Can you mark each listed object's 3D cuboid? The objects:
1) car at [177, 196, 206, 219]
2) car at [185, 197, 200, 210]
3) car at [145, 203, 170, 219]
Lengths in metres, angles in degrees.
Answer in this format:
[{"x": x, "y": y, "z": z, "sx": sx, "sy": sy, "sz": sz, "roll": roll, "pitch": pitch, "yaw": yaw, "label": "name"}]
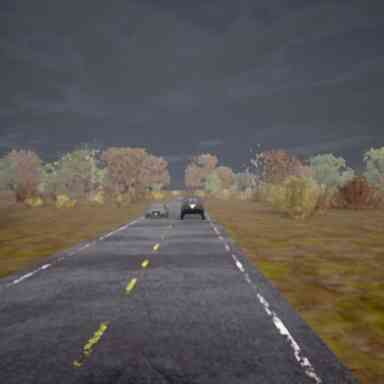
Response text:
[{"x": 0.067, "y": 1.358, "z": 30.827, "sx": 2.150, "sy": 2.045, "sz": 5.566, "roll": 0, "pitch": 0, "yaw": 0, "label": "car"}, {"x": 0.048, "y": 1.553, "z": 46.796, "sx": 2.097, "sy": 1.767, "sz": 4.553, "roll": 0, "pitch": 0, "yaw": 0, "label": "car"}, {"x": -3.127, "y": 1.701, "z": 30.818, "sx": 1.994, "sy": 1.385, "sz": 4.181, "roll": 0, "pitch": 0, "yaw": 0, "label": "car"}]
